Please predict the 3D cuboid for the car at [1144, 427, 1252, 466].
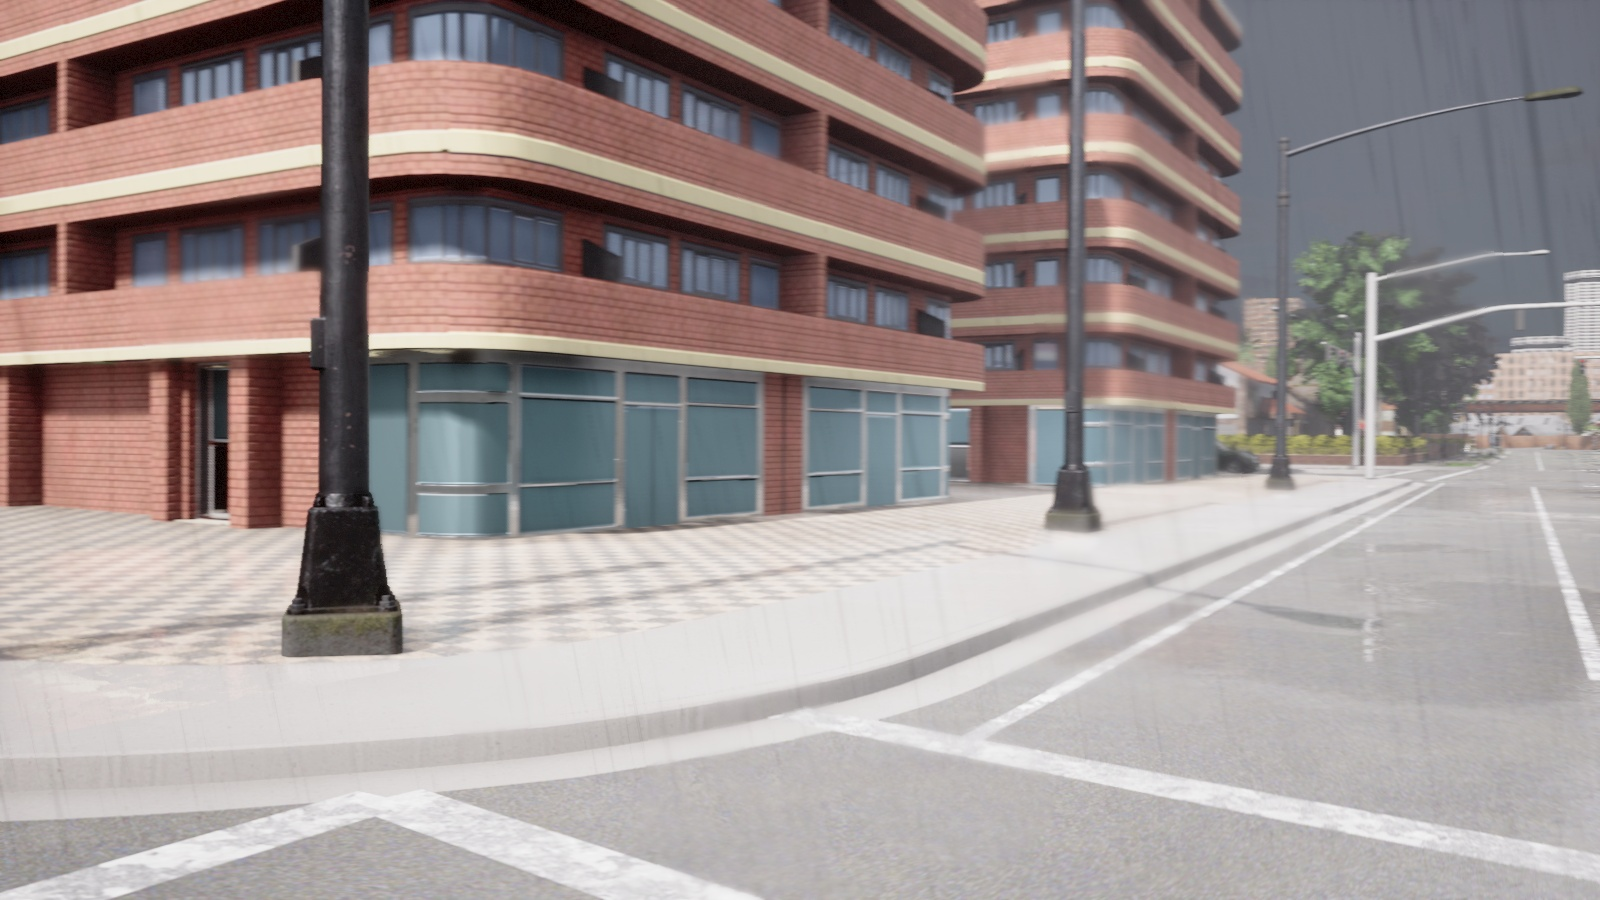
[{"bbox_3d":[19.104,-0.164,60.275,4.553,1.767,2.097,0,1,32],"label":"car"}]
